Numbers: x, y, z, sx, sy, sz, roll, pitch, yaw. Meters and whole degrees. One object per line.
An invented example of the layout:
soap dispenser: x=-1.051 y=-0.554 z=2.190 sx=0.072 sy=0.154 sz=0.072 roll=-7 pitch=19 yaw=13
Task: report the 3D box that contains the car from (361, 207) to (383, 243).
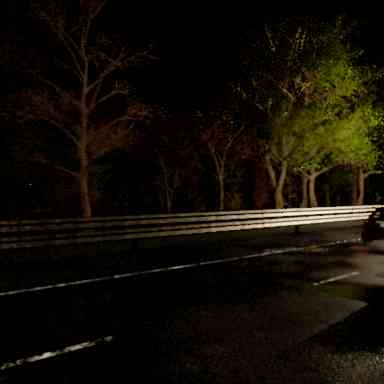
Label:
car: x=9.748 y=1.426 z=15.160 sx=4.553 sy=1.767 sz=2.097 roll=0 pitch=0 yaw=-36
